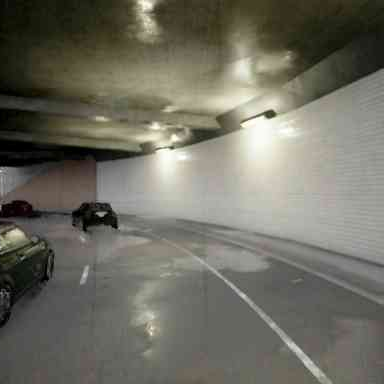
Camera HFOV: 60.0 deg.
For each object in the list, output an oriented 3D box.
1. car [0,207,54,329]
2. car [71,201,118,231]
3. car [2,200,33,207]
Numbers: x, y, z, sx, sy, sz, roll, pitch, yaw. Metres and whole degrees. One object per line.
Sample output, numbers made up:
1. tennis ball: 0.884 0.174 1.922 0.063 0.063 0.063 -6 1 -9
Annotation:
1. car: -4.430 1.384 6.956 2.097 1.767 4.553 -1 0 -10
2. car: -6.323 1.383 21.246 2.097 1.767 4.553 -1 0 -29
3. car: -18.880 1.608 35.884 5.008 1.535 1.882 0 0 44
